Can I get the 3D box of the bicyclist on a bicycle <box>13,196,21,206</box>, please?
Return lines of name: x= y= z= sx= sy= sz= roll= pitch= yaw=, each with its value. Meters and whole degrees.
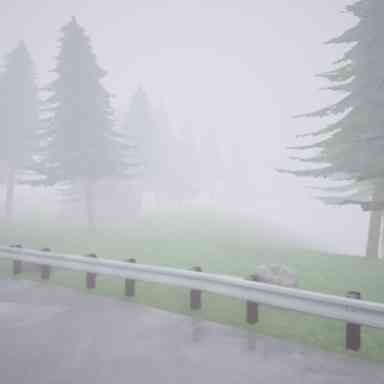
bicyclist on a bicycle: x=-28.501 y=1.434 z=54.191 sx=1.656 sy=1.620 sz=0.582 roll=3 pitch=1 yaw=9

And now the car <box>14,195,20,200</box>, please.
car: x=-43.778 y=1.457 z=81.652 sx=2.033 sy=1.411 sz=5.357 roll=0 pitch=0 yaw=-12

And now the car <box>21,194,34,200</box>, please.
car: x=-40.368 y=1.383 z=82.415 sx=1.882 sy=1.535 sz=5.008 roll=0 pitch=0 yaw=-12

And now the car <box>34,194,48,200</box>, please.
car: x=-36.843 y=1.425 z=82.599 sx=2.128 sy=1.511 sz=4.902 roll=0 pitch=0 yaw=-12
